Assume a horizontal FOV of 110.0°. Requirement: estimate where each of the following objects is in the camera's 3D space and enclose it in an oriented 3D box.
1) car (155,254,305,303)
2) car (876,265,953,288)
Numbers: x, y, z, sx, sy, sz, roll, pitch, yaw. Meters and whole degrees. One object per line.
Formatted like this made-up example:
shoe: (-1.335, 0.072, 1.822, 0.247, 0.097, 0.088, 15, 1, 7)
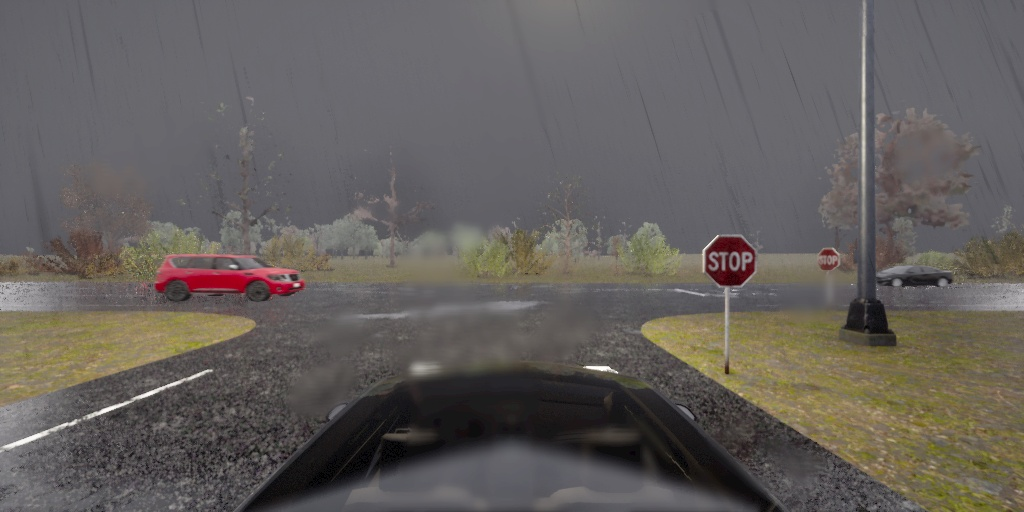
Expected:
car: (-12.395, 0.932, 15.936, 5.566, 2.045, 2.150, 0, 0, -2)
car: (26.331, 1.355, 24.010, 5.008, 1.535, 1.882, -1, 0, -2)
